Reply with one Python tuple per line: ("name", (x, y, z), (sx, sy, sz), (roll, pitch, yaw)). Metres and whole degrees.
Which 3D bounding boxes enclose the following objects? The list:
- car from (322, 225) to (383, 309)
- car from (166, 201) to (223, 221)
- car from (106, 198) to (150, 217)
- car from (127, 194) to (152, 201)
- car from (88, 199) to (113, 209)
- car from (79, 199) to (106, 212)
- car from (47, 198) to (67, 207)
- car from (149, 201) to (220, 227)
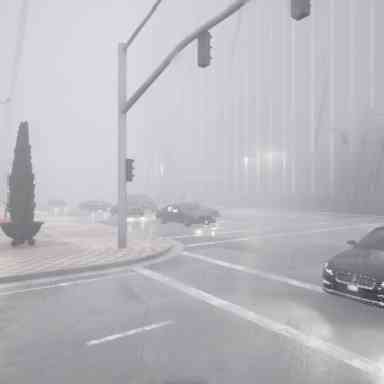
("car", (4.925, 1.505, 7.500), (4.892, 1.490, 1.837), (0, 0, -35))
("car", (0.068, 1.547, 28.362), (2.033, 1.411, 5.357), (0, 0, -36))
("car", (-6.038, 1.564, 30.844), (1.994, 1.385, 4.181), (0, 0, -35))
("car", (-6.022, 1.221, 36.794), (2.150, 2.045, 5.566), (0, 0, -36))
("car", (-12.726, 1.601, 46.115), (1.895, 1.301, 4.718), (0, 0, -36))
("car", (-11.418, 1.600, 38.295), (1.895, 1.301, 4.718), (0, 0, -36))
("car", (-20.946, 1.631, 51.644), (1.895, 1.301, 4.718), (0, 0, -36))
("car", (-0.635, 1.547, 23.361), (2.033, 1.411, 5.357), (0, 0, -36))
